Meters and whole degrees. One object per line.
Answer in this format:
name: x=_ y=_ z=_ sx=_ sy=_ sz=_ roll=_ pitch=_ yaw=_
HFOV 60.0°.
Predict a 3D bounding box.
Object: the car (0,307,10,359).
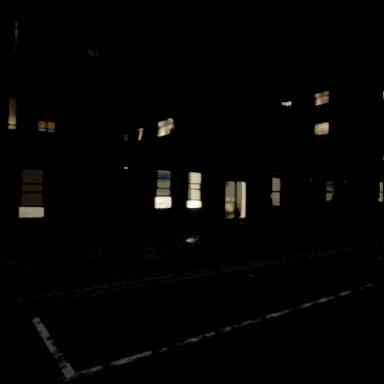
car: x=-4.316 y=1.426 z=3.471 sx=4.097 sy=1.590 sz=1.967 roll=1 pitch=0 yaw=-35
